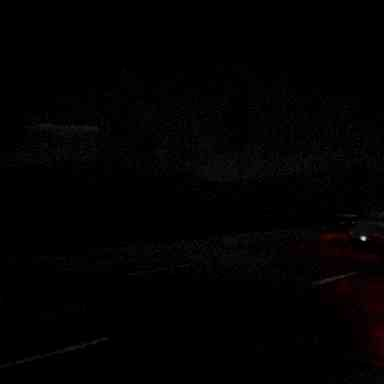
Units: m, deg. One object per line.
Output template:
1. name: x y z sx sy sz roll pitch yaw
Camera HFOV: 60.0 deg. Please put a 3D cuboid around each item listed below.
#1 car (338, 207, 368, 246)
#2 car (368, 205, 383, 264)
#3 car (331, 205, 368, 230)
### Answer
1. car: 8.446 1.531 14.073 4.674 1.442 1.812 0 0 -35
2. car: 7.298 1.228 8.951 5.566 2.045 2.150 0 0 -35
3. car: 10.300 1.500 19.784 4.902 1.511 2.128 0 0 -35
